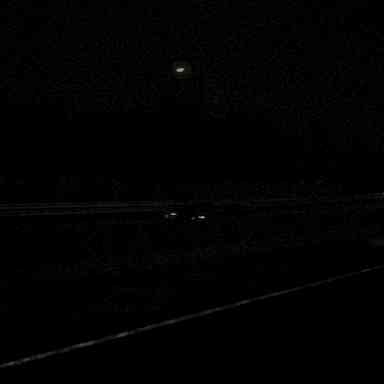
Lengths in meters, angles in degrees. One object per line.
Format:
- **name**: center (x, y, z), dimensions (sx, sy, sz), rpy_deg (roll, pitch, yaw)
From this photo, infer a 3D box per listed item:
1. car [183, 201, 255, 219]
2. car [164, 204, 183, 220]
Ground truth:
- **car**: center (2.104, 1.486, 22.549), dimensions (4.892, 1.490, 1.837), rpy_deg (0, 0, -35)
- **car**: center (0.154, 1.484, 25.455), dimensions (4.892, 1.490, 1.837), rpy_deg (0, 0, -35)
